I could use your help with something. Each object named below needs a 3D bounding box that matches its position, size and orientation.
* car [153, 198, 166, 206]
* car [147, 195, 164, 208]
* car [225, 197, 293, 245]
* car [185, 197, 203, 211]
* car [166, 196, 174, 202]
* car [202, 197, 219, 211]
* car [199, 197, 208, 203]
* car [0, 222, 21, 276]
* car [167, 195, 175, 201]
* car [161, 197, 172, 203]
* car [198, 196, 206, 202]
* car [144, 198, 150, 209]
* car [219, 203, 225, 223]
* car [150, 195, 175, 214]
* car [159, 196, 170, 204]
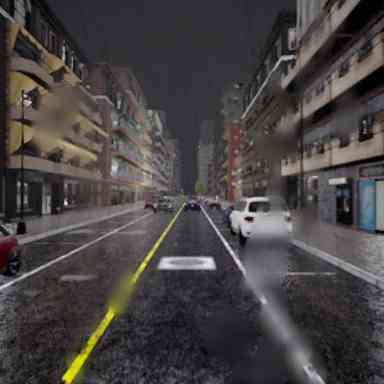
[{"bbox_3d":[-5.707,1.733,58.488,1.947,1.339,4.313,0,0,0],"label":"car"},{"bbox_3d":[-5.703,1.462,52.827,2.192,1.841,5.009,0,0,0],"label":"car"},{"bbox_3d":[3.100,1.264,15.918,2.150,2.045,5.566,0,0,0],"label":"car"},{"bbox_3d":[0.065,1.676,42.769,1.994,1.385,4.181,0,0,0],"label":"car"},{"bbox_3d":[-5.718,1.813,86.643,1.752,1.417,4.829,0,0,0],"label":"car"},{"bbox_3d":[2.679,1.660,41.498,2.008,1.369,4.403,0,0,0],"label":"car"},{"bbox_3d":[2.666,1.782,75.485,1.887,1.381,4.507,0,0,0],"label":"car"},{"bbox_3d":[-5.687,1.455,7.507,1.967,1.590,4.097,0,0,0],"label":"car"},{"bbox_3d":[-5.719,1.755,92.479,1.967,1.590,4.097,0,0,0],"label":"car"},{"bbox_3d":[-5.714,1.788,75.483,2.008,1.369,4.403,0,0,0],"label":"car"},{"bbox_3d":[2.663,1.729,86.815,1.967,1.590,4.097,0,0,0],"label":"car"},{"bbox_3d":[-5.703,1.672,47.161,1.887,1.381,4.507,0,0,0],"label":"car"},{"bbox_3d":[3.139,1.580,22.888,1.812,1.442,4.674,0,0,0],"label":"car"},{"bbox_3d":[-3.107,1.448,37.253,2.097,1.767,4.553,0,0,0],"label":"car"},{"bbox_3d":[-5.711,1.653,69.818,1.967,1.590,4.097,0,0,0],"label":"car"}]
